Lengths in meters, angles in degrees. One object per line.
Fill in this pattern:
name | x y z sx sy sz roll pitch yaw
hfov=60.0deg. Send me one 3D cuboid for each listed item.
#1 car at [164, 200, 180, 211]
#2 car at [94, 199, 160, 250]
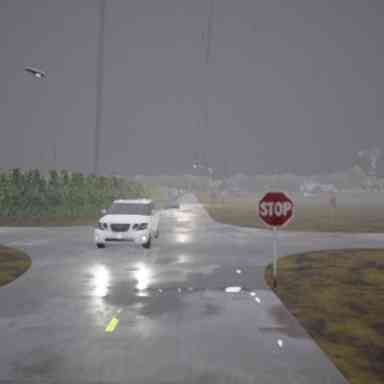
car | -2.764 1.846 46.423 1.994 1.385 4.181 0 0 0
car | -2.731 1.340 15.277 2.150 2.045 5.566 1 0 0
